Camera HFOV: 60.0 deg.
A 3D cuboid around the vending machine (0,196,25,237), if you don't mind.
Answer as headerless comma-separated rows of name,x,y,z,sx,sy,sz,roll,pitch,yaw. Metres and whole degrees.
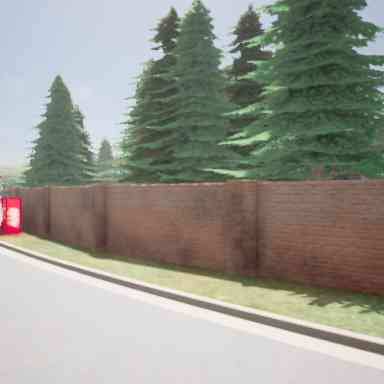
vending machine,-9.724,1.268,17.947,1.100,2.100,0.880,0,0,-41
